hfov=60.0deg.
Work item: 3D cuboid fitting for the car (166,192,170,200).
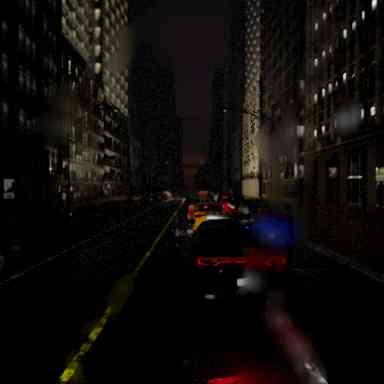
[{"bbox_3d":[-5.713,0.868,64.035,1.802,1.307,4.206,-1,1,0],"label":"car"}]

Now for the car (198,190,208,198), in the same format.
[{"bbox_3d":[2.662,0.409,81.085,2.192,1.841,5.009,-1,1,0],"label":"car"}]

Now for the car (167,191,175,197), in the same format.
[{"bbox_3d":[-5.719,0.533,92.452,1.947,1.339,4.313,-1,1,0],"label":"car"}]

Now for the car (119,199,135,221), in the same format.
[{"bbox_3d":[-5.706,1.280,24.252,2.008,1.369,4.403,-1,1,0],"label":"car"}]

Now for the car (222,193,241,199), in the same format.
[{"bbox_3d":[2.673,1.044,24.251,2.192,1.841,5.009,-1,1,0],"label":"car"}]

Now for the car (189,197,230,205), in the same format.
[{"bbox_3d":[0.894,1.274,18.232,1.882,1.535,5.008,0,1,0],"label":"car"}]

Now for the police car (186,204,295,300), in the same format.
[{"bbox_3d":[0.895,1.331,8.342,1.930,1.638,5.238,0,1,0],"label":"police car"}]

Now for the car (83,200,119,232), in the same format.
[{"bbox_3d":[-5.704,1.337,18.569,1.887,1.381,4.507,-1,1,0],"label":"car"}]

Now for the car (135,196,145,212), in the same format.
[{"bbox_3d":[-5.706,1.248,29.936,1.802,1.307,4.206,-1,1,0],"label":"car"}]

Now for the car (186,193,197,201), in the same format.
[{"bbox_3d":[-0.014,0.939,59.271,1.895,1.301,4.718,0,1,0],"label":"car"}]

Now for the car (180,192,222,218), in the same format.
[{"bbox_3d":[0.532,1.081,24.106,2.097,1.767,4.553,0,1,-6],"label":"car"}]

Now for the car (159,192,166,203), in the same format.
[{"bbox_3d":[-5.711,0.964,52.668,2.008,1.369,4.403,-1,1,0],"label":"car"}]

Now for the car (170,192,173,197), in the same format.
[{"bbox_3d":[-5.715,0.662,69.717,1.967,1.590,4.097,-1,1,0],"label":"car"}]

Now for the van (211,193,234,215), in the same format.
[{"bbox_3d":[2.672,1.006,29.935,1.690,1.788,3.998,-1,1,0],"label":"van"}]

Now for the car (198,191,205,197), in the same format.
[{"bbox_3d":[2.661,0.406,92.452,1.967,1.590,4.097,-1,1,0],"label":"car"}]

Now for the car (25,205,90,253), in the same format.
[{"bbox_3d":[-5.703,1.422,12.886,1.947,1.339,4.313,-1,1,0],"label":"car"}]

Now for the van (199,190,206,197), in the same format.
[{"bbox_3d":[2.661,0.371,86.768,1.690,1.788,3.998,-1,1,0],"label":"van"}]

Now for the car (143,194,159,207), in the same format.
[{"bbox_3d":[-5.709,1.091,41.302,2.008,1.369,4.403,-1,1,0],"label":"car"}]

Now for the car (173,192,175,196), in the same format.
[{"bbox_3d":[-5.716,0.622,80.915,1.752,1.417,4.829,-1,1,0],"label":"car"}]

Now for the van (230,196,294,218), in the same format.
[{"bbox_3d":[2.676,1.196,12.885,1.690,1.788,3.998,-1,1,0],"label":"van"}]

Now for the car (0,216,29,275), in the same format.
[{"bbox_3d":[-5.702,1.470,7.202,2.008,1.369,4.403,-1,1,0],"label":"car"}]
